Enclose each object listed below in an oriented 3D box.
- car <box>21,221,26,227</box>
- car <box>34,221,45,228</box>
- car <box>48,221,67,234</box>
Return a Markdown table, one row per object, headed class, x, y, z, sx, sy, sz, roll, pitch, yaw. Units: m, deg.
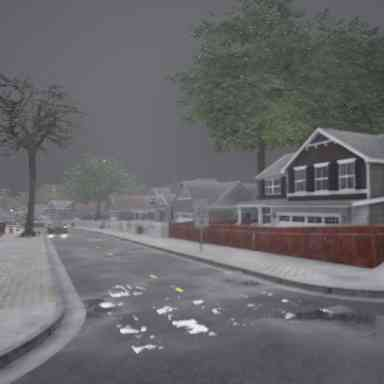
| class | x | y | z | sx | sy | sz | roll | pitch | yaw |
| --- | --- | --- | --- | --- | --- | --- | --- | --- | --- |
| car | -42.182 | 8.076 | 84.811 | 1.837 | 1.490 | 4.892 | 2 | -6 | -42 |
| car | -35.501 | 7.393 | 76.703 | 1.882 | 1.535 | 5.008 | 2 | -5 | -39 |
| car | -18.263 | 4.690 | 45.015 | 2.097 | 1.767 | 4.553 | 1 | -5 | -28 |
